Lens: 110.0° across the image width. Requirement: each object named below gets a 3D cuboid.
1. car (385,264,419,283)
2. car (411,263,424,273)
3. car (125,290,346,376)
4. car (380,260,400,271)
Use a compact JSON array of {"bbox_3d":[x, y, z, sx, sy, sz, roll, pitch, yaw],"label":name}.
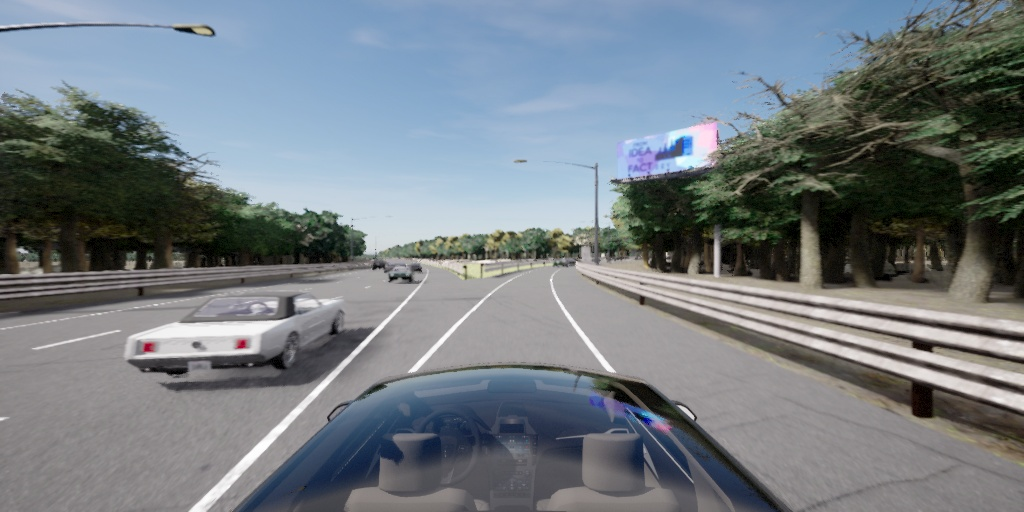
[{"bbox_3d":[-9.431,1.580,31.021,1.895,1.301,4.718,0,-1,-11],"label":"car"},{"bbox_3d":[-14.025,1.719,52.306,1.837,1.490,4.892,0,-1,-13],"label":"car"},{"bbox_3d":[-5.046,1.374,7.553,1.895,1.301,4.718,0,0,-10],"label":"car"},{"bbox_3d":[-17.658,1.725,52.967,2.128,1.511,4.902,0,-1,-13],"label":"car"}]
